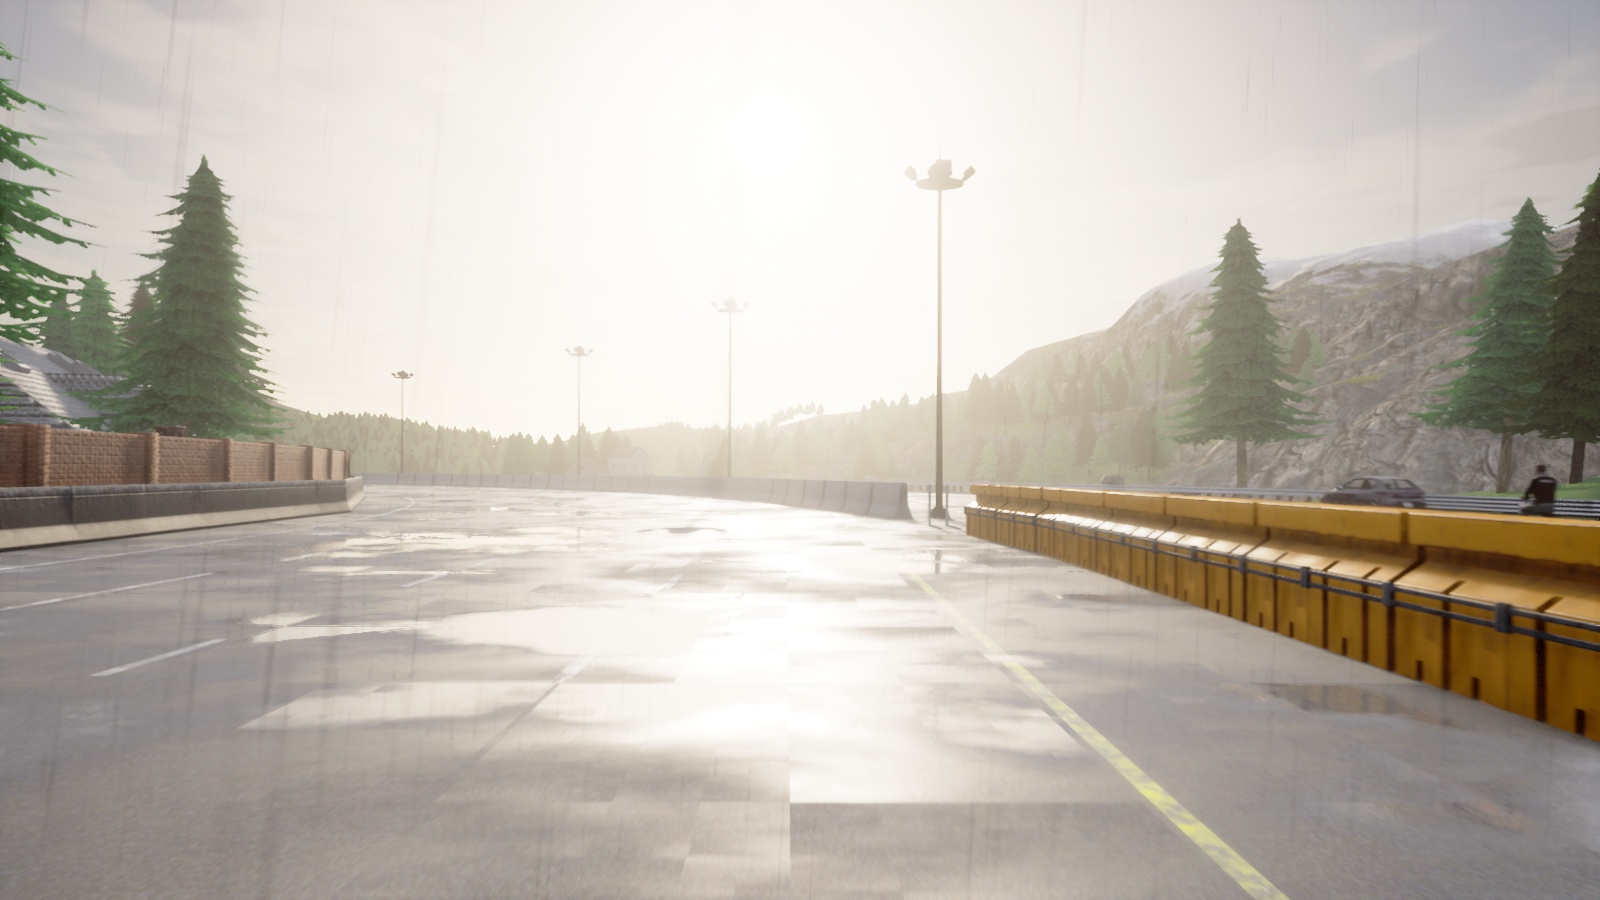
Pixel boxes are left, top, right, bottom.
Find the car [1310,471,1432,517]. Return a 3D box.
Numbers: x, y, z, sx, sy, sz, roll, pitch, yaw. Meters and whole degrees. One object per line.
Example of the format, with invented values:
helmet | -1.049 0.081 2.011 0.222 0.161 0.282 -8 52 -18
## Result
car | 19.297 1.465 42.633 1.816 1.474 4.193 0 -1 -8
